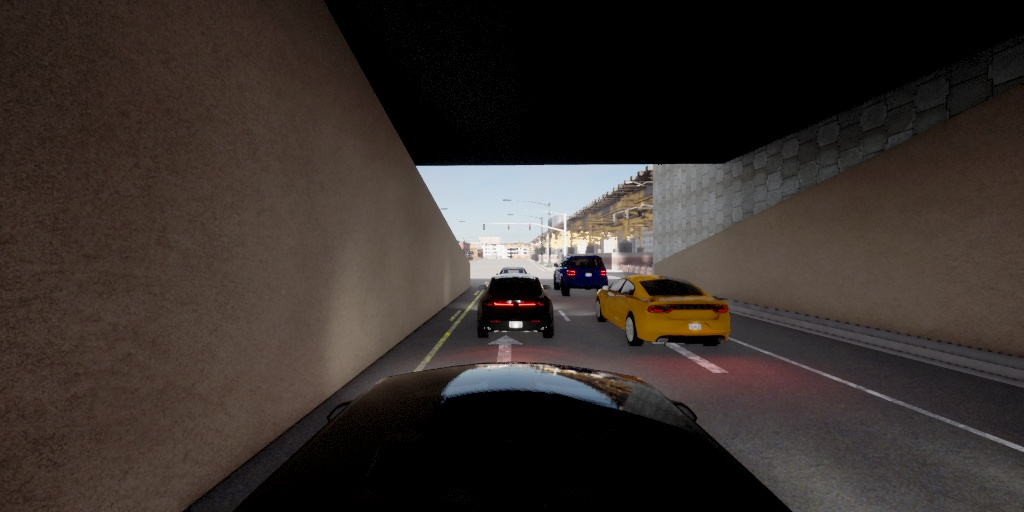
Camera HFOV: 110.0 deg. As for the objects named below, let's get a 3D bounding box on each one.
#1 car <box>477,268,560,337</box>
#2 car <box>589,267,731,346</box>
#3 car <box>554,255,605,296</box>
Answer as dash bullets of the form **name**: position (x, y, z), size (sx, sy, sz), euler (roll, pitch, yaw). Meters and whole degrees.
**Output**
- **car**: position (0.081, 1.255, 10.279), size (1.837, 1.490, 4.892), euler (0, 0, 0)
- **car**: position (3.578, 1.228, 9.478), size (1.882, 1.535, 5.008), euler (0, 0, 0)
- **car**: position (3.578, 0.971, 19.448), size (2.150, 2.045, 5.566), euler (0, 0, 0)
